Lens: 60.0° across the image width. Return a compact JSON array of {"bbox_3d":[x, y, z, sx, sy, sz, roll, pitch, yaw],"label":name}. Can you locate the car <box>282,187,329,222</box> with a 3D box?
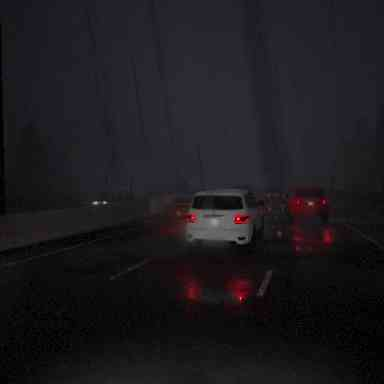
[{"bbox_3d":[7.128,0.674,21.013,2.150,2.045,5.566,0,1,12],"label":"car"}]

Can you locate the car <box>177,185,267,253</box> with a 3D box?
[{"bbox_3d":[1.429,0.904,12.547,2.150,2.045,5.566,0,2,17],"label":"car"}]

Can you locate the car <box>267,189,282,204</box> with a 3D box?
[{"bbox_3d":[9.172,0.381,37.997,2.097,1.767,4.553,0,1,3],"label":"car"}]

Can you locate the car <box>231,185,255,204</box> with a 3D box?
[{"bbox_3d":[5.775,0.245,38.666,2.150,2.045,5.566,0,1,2],"label":"car"}]

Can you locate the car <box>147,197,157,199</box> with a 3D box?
[{"bbox_3d":[-4.776,0.480,44.083,2.033,1.411,5.357,0,1,0],"label":"car"}]

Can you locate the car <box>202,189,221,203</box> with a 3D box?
[{"bbox_3d":[2.294,0.479,40.740,2.128,1.511,4.902,0,1,2],"label":"car"}]

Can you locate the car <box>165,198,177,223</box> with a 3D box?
[{"bbox_3d":[-0.164,0.973,20.453,1.882,1.535,5.008,0,1,13],"label":"car"}]
